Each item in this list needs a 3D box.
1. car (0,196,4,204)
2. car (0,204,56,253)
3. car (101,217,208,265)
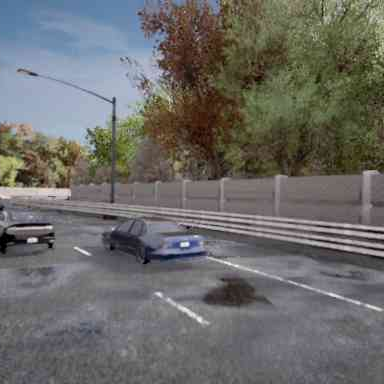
[{"bbox_3d":[-22.444,1.444,37.305,1.994,1.385,4.181,1,-1,-41],"label":"car"},{"bbox_3d":[-6.989,1.470,13.607,2.128,1.511,4.902,1,-1,-36],"label":"car"},{"bbox_3d":[-1.602,1.610,12.060,2.033,1.411,5.357,1,-1,-34],"label":"car"}]
